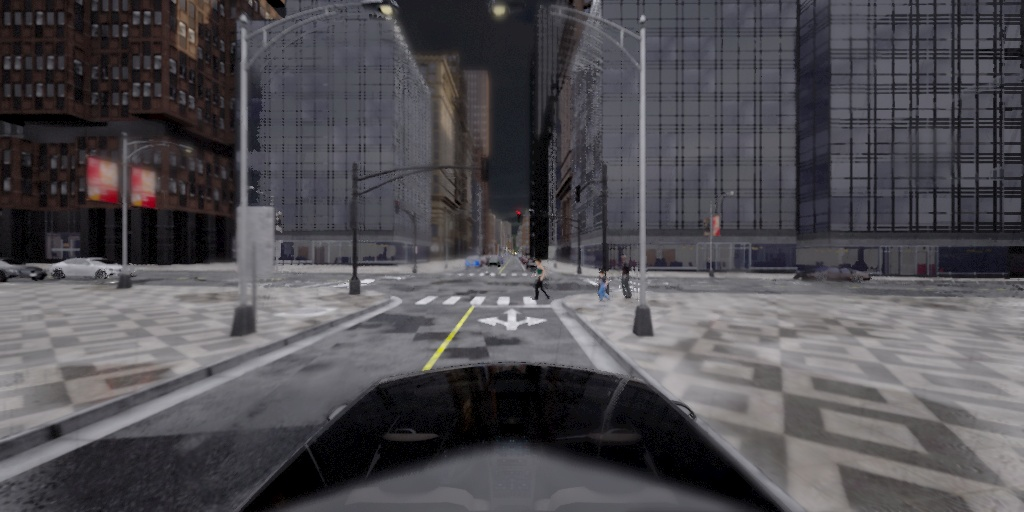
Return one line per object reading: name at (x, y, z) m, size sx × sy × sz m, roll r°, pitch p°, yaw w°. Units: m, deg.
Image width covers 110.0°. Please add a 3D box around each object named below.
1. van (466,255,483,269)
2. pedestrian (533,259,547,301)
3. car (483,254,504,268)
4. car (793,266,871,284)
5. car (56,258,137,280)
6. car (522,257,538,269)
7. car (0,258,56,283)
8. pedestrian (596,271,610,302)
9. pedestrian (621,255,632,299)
van at (-5.647, 0.900, 51.702) m, size 1.690 × 1.789 × 3.998 m, roll 0°, pitch 0°, yaw 0°
pedestrian at (1.189, 1.001, 15.360) m, size 0.375 × 1.860 × 0.375 m, roll 0°, pitch 0°, yaw 0°
car at (-2.818, 0.892, 55.729) m, size 2.097 × 1.767 × 4.553 m, roll 0°, pitch 0°, yaw 1°
car at (27.461, 1.609, 30.816) m, size 5.357 × 1.411 × 2.033 m, roll 1°, pitch 0°, yaw 0°
car at (-28.517, 0.843, 24.432) m, size 4.674 × 1.442 × 1.812 m, roll 1°, pitch 0°, yaw 0°
car at (2.878, 1.124, 51.648) m, size 1.948 × 1.339 × 4.313 m, roll 0°, pitch 0°, yaw 0°
car at (-30.591, 0.815, 21.194) m, size 4.674 × 1.442 × 1.812 m, roll 1°, pitch 0°, yaw 0°
pedestrian at (3.634, 1.131, 14.160) m, size 0.375 × 1.300 × 0.375 m, roll 0°, pitch 0°, yaw 0°
pedestrian at (4.671, 0.854, 14.761) m, size 0.375 × 1.860 × 0.375 m, roll 0°, pitch 0°, yaw 0°
